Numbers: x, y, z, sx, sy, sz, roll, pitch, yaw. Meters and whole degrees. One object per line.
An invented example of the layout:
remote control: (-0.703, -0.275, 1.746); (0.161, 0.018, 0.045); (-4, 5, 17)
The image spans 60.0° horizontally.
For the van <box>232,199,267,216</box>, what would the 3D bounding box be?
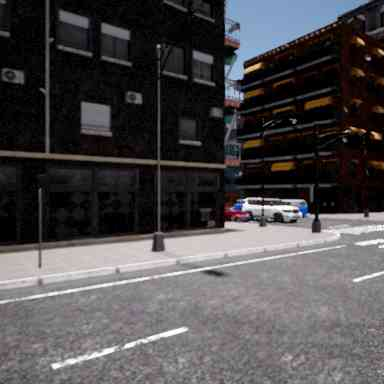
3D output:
van: (6.706, 1.779, 39.154); (1.690, 1.788, 3.998); (-1, 0, -36)

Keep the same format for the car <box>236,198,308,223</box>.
car: (6.864, 1.546, 29.175); (2.150, 2.045, 5.566); (0, 0, -36)

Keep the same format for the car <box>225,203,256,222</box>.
car: (3.282, 1.947, 29.721); (1.802, 1.307, 4.206); (-1, 0, -36)

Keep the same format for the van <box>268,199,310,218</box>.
van: (10.021, 1.706, 34.639); (1.690, 1.788, 3.998); (-1, 0, -36)
